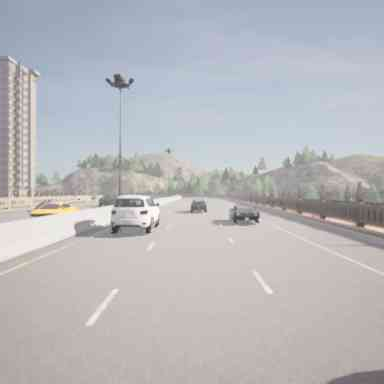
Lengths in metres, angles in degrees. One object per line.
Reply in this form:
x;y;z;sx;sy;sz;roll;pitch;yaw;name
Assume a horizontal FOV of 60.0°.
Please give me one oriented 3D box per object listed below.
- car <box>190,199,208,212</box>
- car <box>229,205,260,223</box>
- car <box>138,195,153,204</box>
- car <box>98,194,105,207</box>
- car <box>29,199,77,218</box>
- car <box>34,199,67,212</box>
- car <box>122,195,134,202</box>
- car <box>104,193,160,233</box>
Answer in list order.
0.818;1.517;39.337;2.128;1.511;4.902;0;0;2;car
3.935;1.618;25.662;1.895;1.301;4.718;0;0;2;car
-9.049;1.397;65.466;2.097;1.767;4.553;0;0;2;car
-12.966;1.253;52.462;2.150;2.045;5.566;0;0;2;car
-10.291;1.493;24.953;1.882;1.535;5.008;0;0;2;car
-16.859;1.588;39.816;1.994;1.385;4.181;0;0;2;car
-15.604;1.566;80.957;1.812;1.442;4.674;0;0;2;car
-3.220;1.234;19.722;2.150;2.045;5.566;0;0;1;car
